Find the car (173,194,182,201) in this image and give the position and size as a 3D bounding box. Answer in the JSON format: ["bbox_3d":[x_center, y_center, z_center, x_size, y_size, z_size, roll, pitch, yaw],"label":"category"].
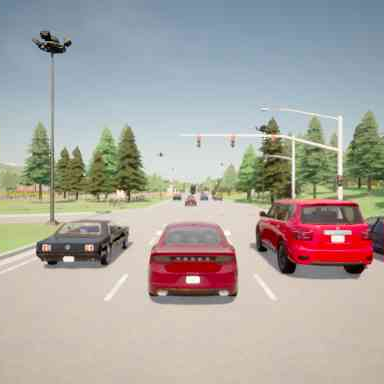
[{"bbox_3d":[-3.818,1.460,83.849,1.882,1.535,5.008,0,0,0],"label":"car"}]

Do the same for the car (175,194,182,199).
[{"bbox_3d":[-3.858,1.300,94.269,1.882,1.535,5.008,0,0,0],"label":"car"}]

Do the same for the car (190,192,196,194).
[{"bbox_3d":[-0.318,1.460,83.863,1.882,1.535,5.008,0,0,0],"label":"car"}]

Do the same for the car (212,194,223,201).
[{"bbox_3d":[6.682,1.507,83.889,2.128,1.511,4.902,0,0,0],"label":"car"}]

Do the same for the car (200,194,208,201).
[{"bbox_3d":[3.180,1.507,84.293,1.812,1.442,4.674,0,0,0],"label":"car"}]

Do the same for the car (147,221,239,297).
[{"bbox_3d":[0.030,1.477,8.648,1.882,1.535,5.008,0,0,0],"label":"car"}]

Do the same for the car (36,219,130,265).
[{"bbox_3d":[-3.463,1.600,11.582,1.895,1.301,4.718,0,0,0],"label":"car"}]

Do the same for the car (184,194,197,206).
[{"bbox_3d":[-0.201,1.520,53.250,1.812,1.442,4.674,0,0,0],"label":"car"}]

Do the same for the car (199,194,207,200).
[{"bbox_3d":[3.142,1.347,94.296,2.128,1.511,4.902,0,0,0],"label":"car"}]

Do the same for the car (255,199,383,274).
[{"bbox_3d":[3.533,1.220,10.698,2.150,2.045,5.566,0,0,0],"label":"car"}]

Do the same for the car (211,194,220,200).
[{"bbox_3d":[6.642,1.362,94.309,2.033,1.411,5.357,0,0,0],"label":"car"}]
